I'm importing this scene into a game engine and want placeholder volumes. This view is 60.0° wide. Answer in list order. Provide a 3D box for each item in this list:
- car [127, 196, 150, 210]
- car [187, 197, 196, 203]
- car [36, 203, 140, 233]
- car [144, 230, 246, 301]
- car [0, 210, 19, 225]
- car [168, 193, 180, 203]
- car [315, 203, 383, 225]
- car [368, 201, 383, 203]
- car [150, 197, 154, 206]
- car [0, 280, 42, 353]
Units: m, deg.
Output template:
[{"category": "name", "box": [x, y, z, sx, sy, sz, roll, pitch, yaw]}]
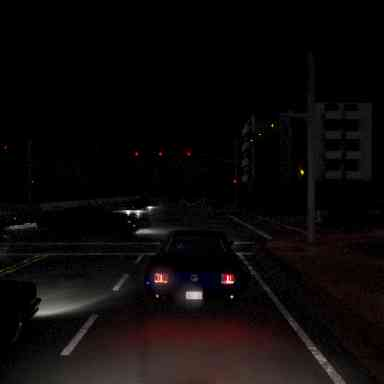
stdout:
[{"category": "car", "box": [-7.178, 1.547, 43.300, 2.033, 1.411, 5.357, 0, 0, 0]}, {"category": "car", "box": [-0.147, 1.601, 67.360, 1.895, 1.301, 4.718, 0, 0, 0]}, {"category": "car", "box": [-6.000, 1.547, 19.143, 5.357, 1.411, 2.033, 0, 0, 0]}, {"category": "car", "box": [0.114, 1.601, 8.291, 1.895, 1.301, 4.718, 0, 0, 2]}, {"category": "car", "box": [-14.323, 1.525, 22.597, 4.674, 1.442, 1.812, 0, 0, -1]}, {"category": "car", "box": [-3.647, 1.221, 67.338, 2.150, 2.045, 5.566, 0, 0, 0]}, {"category": "car", "box": [11.075, 1.601, 23.225, 4.718, 1.301, 1.895, 0, 0, -3]}, {"category": "car", "box": [15.001, 1.505, 27.013, 4.892, 1.490, 1.837, 0, 0, -2]}, {"category": "car", "box": [-7.195, 1.505, 53.446, 1.837, 1.490, 4.892, 0, 0, 0]}, {"category": "car", "box": [-3.452, 1.547, 3.087, 2.033, 1.411, 5.357, 0, 0, 0]}]
